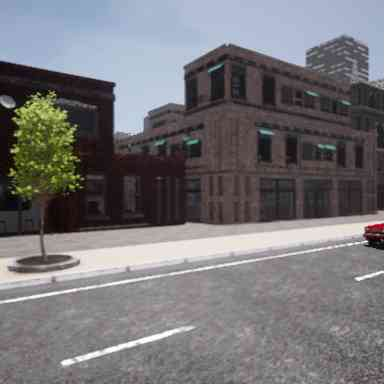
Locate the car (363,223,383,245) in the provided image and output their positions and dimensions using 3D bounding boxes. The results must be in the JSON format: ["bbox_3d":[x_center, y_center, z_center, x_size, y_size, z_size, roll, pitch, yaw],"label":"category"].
[{"bbox_3d":[9.407,1.632,14.391,4.718,1.301,1.895,0,0,-35],"label":"car"}]
